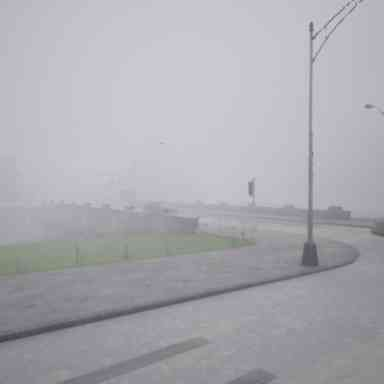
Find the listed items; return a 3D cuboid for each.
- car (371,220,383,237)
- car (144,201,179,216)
[{"bbox_3d":[11.012,1.734,14.797,2.033,1.411,5.357,1,0,-36],"label":"car"},{"bbox_3d":[-3.259,1.665,34.778,1.882,1.535,5.008,1,0,-36],"label":"car"}]
